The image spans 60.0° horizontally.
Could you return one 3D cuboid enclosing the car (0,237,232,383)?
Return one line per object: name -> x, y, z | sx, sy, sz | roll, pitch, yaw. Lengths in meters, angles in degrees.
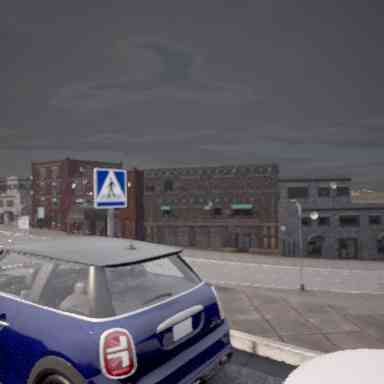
car -> -1.820, 1.411, 4.552 | 4.553, 1.767, 2.185 | -1, 0, 36
